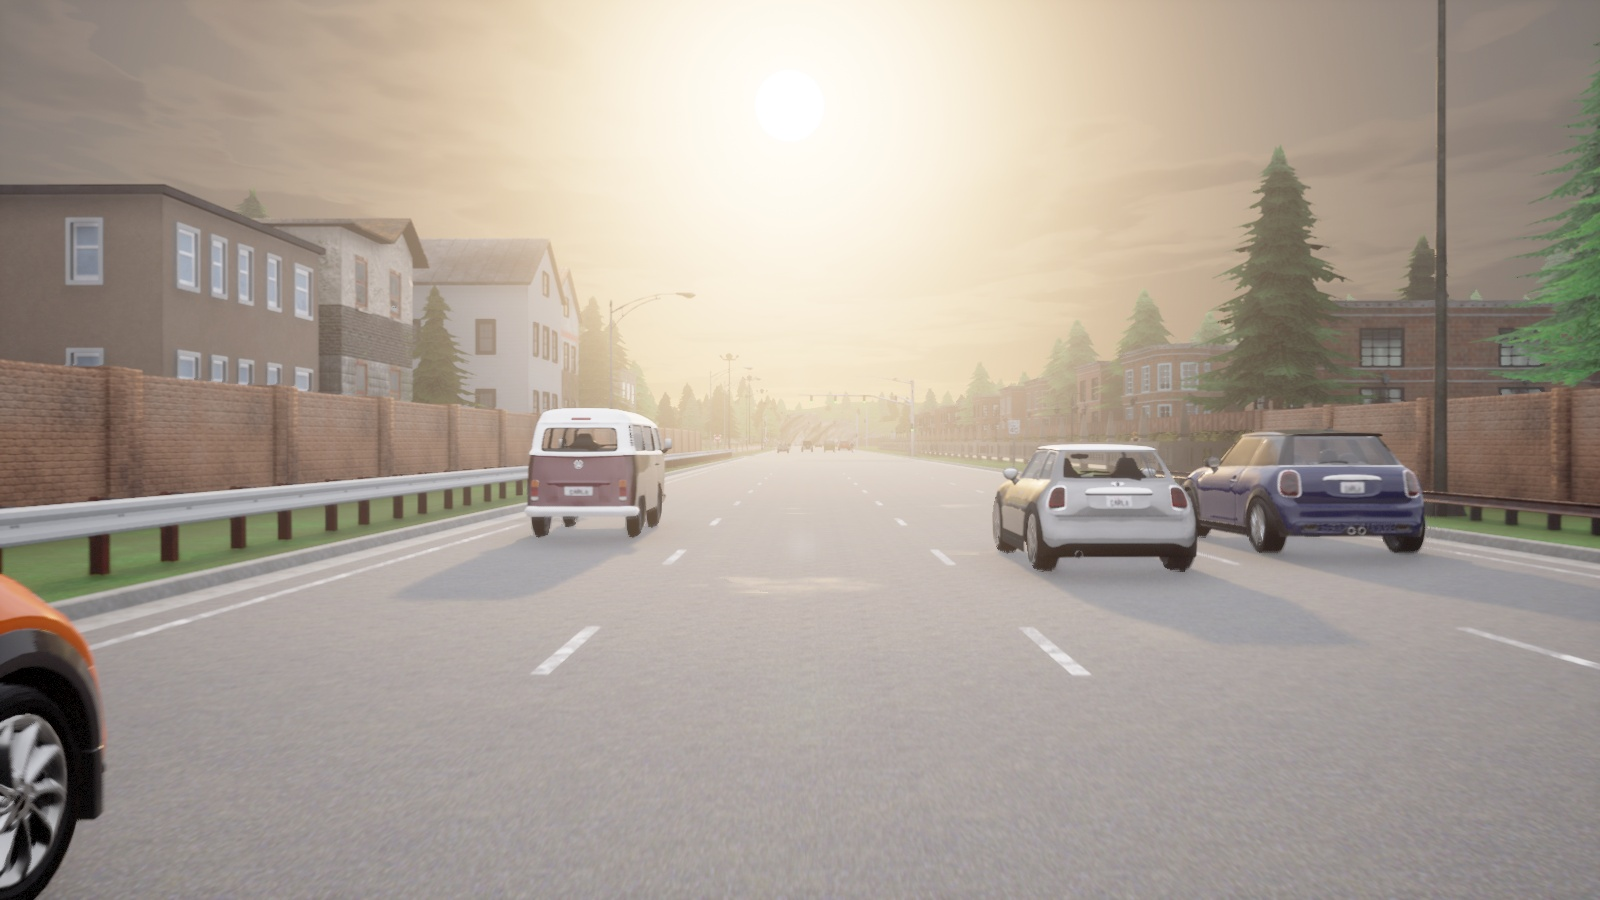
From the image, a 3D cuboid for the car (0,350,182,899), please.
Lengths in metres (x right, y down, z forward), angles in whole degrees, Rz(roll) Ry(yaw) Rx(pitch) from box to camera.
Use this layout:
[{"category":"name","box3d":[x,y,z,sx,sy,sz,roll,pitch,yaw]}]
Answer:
[{"category":"car","box3d":[-3.470,0.587,2.624,2.097,1.767,4.553,0,0,0]}]

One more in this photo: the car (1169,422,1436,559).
[{"category":"car","box3d":[7.120,0.507,18.394,2.097,1.767,4.553,0,0,0]}]

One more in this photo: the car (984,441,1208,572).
[{"category":"car","box3d":[3.607,0.624,16.028,1.970,1.475,3.806,0,0,0]}]

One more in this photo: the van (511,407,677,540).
[{"category":"van","box3d":[-3.363,0.347,21.384,2.069,2.038,4.480,0,0,0]}]
